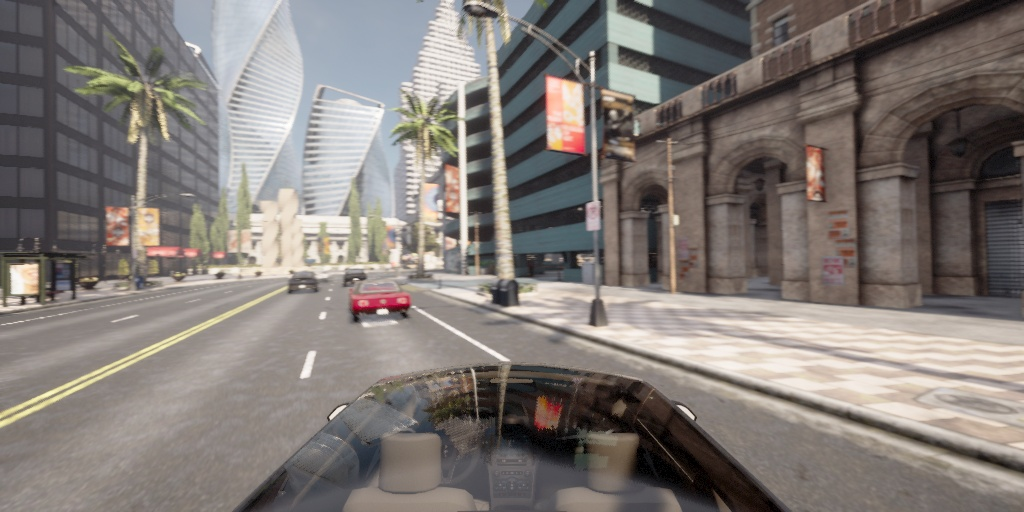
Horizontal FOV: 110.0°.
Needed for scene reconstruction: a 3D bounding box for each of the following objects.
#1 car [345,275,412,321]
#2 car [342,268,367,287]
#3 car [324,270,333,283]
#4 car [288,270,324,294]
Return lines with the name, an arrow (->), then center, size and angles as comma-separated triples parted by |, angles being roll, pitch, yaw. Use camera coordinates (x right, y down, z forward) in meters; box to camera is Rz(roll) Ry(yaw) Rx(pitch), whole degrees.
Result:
car -> -5.241, 1.593, 13.867 | 1.895, 1.301, 4.718 | -1, -1, -26
car -> -14.141, 1.856, 32.284 | 1.882, 1.535, 5.008 | -1, -1, -26
car -> -20.561, 2.184, 38.568 | 1.895, 1.301, 4.718 | -1, -1, -20
car -> -15.080, 1.838, 26.165 | 1.837, 1.490, 4.892 | -1, -1, -26
